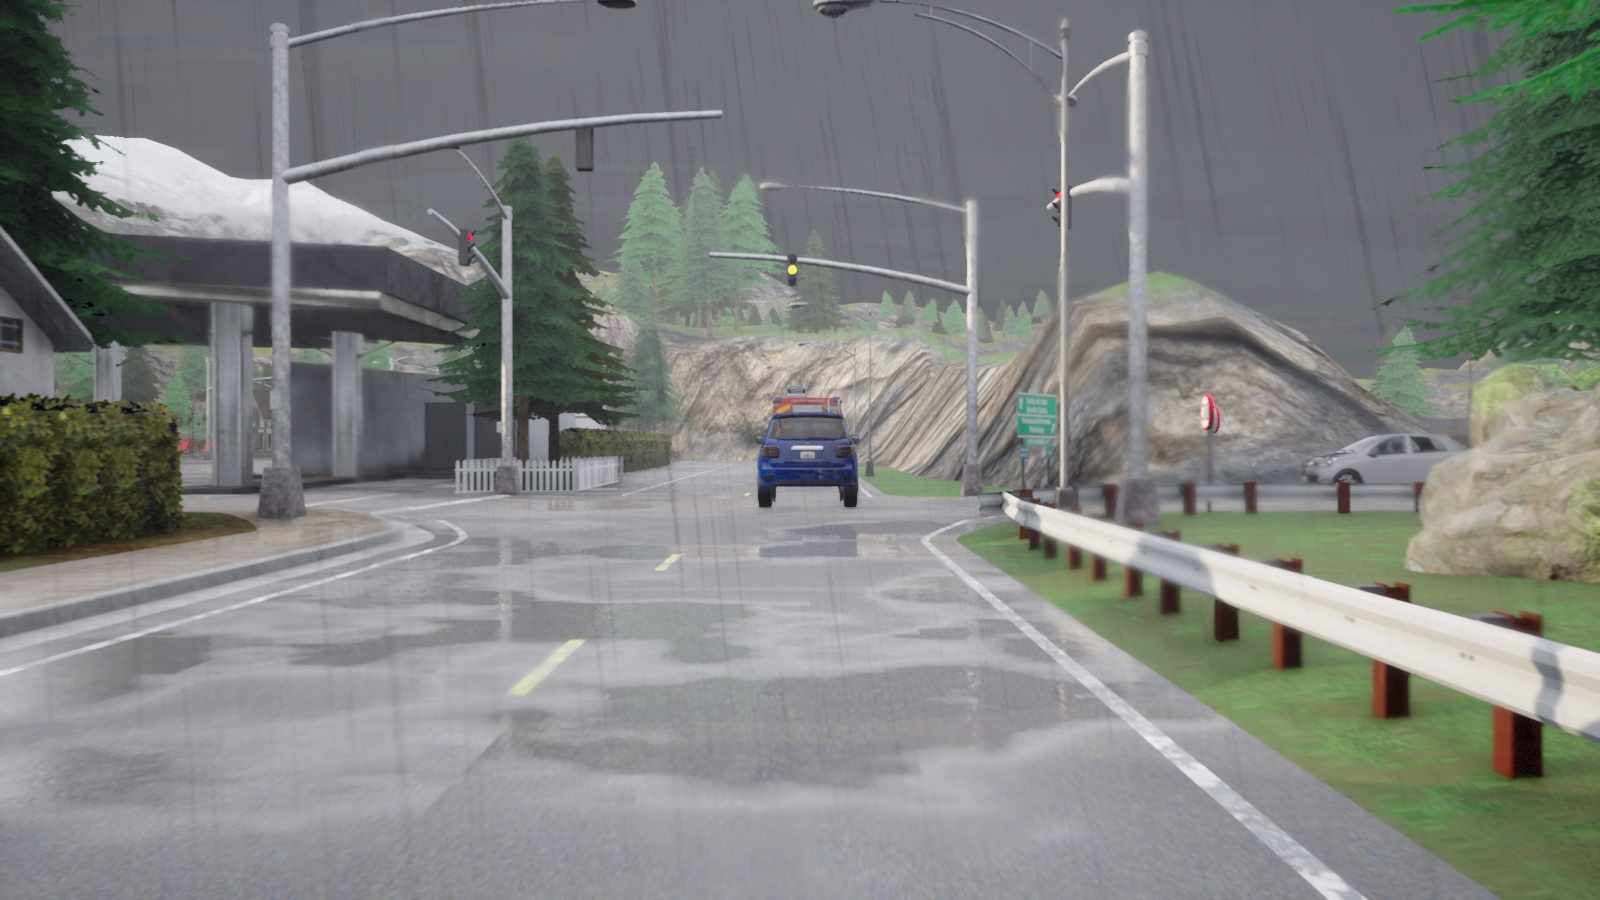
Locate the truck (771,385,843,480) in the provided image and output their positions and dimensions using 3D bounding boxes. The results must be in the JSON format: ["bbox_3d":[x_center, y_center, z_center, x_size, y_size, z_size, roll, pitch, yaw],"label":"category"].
[{"bbox_3d":[0.323,-0.727,54.819,2.891,3.827,8.468,0,0,0],"label":"truck"}]

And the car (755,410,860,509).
[{"bbox_3d":[0.175,0.206,28.562,2.150,2.045,5.566,0,0,0],"label":"car"}]

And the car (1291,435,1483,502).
[{"bbox_3d":[13.678,0.414,29.411,3.633,1.501,1.845,0,0,0],"label":"car"}]
